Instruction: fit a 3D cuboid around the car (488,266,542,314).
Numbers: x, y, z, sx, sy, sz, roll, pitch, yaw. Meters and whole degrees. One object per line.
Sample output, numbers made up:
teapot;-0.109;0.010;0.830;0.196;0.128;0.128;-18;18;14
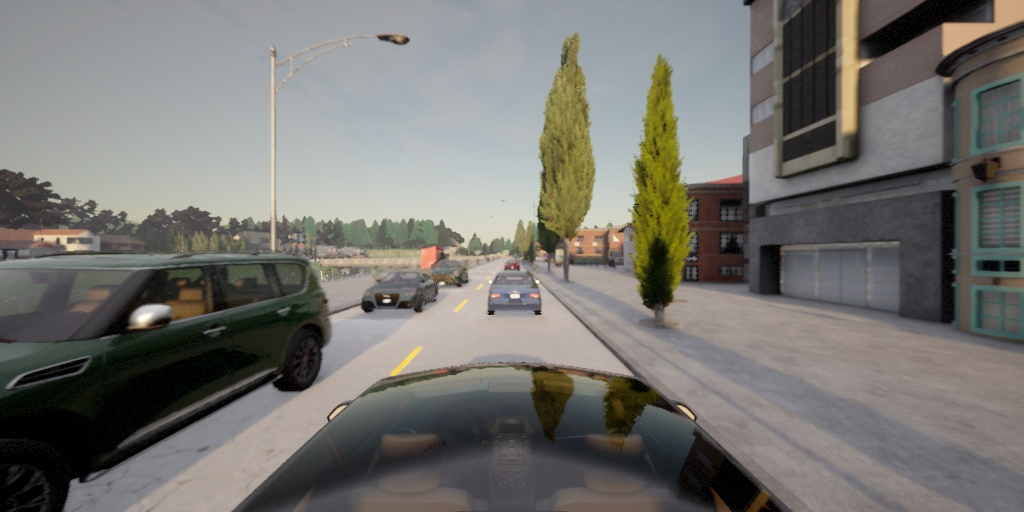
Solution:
car;0.084;1.261;13.438;2.033;1.411;5.357;0;0;0

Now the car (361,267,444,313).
car;-4.116;1.278;13.764;1.994;1.385;4.181;0;0;0

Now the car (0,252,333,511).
car;-4.101;0.968;3.801;2.150;2.045;5.566;0;0;0

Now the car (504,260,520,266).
car;0.037;1.146;43.353;1.812;1.442;4.674;0;0;0

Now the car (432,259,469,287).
car;-4.104;1.036;23.444;2.097;1.767;4.553;0;0;0
